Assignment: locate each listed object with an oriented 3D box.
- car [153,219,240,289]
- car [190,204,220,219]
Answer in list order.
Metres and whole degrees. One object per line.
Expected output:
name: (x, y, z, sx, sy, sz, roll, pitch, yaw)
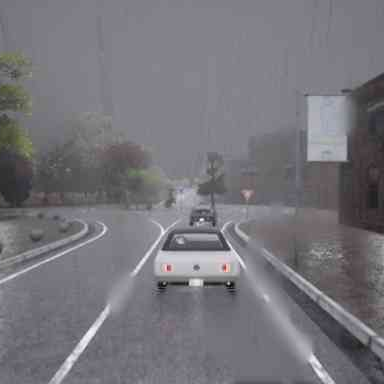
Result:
car: (0.096, 1.652, 9.289, 1.895, 1.301, 4.718, 0, 0, 0)
car: (0.958, 1.665, 24.864, 1.837, 1.490, 4.892, 0, -1, 7)
